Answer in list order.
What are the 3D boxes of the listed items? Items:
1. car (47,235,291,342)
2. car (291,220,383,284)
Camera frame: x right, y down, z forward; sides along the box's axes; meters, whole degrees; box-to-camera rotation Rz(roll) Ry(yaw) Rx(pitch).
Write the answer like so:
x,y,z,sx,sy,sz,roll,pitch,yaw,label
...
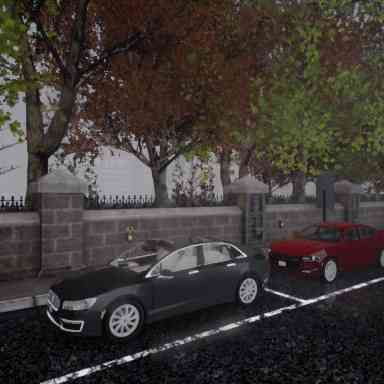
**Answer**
x,y,z,sx,sy,sz,roll,pitch,yaw,label
-0.391,1.551,6.374,4.403,1.369,2.008,0,0,-36,car
4.089,1.546,9.634,4.507,1.381,1.887,0,0,-36,car
